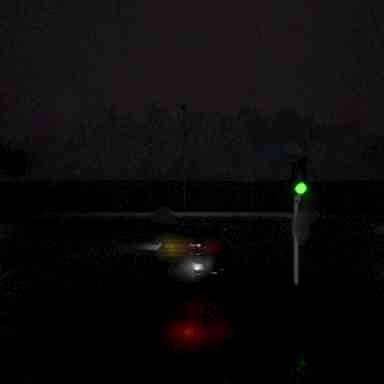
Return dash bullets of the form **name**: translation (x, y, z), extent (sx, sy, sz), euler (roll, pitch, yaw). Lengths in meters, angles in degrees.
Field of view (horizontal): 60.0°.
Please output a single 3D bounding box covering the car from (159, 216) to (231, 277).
- **car**: translation (0.045, 1.500, 10.192), extent (1.837, 1.490, 4.892), euler (0, 0, -2)
